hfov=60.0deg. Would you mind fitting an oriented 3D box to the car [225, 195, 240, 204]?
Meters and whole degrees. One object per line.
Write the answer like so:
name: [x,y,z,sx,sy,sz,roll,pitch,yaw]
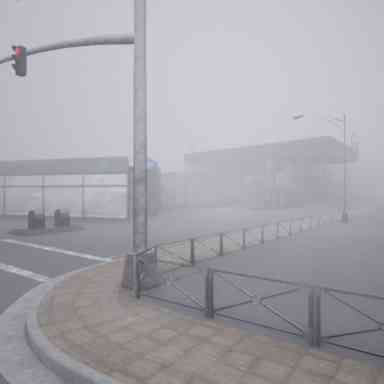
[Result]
car: [7.290,1.490,62.913,2.242,1.667,4.611,0,0,36]
